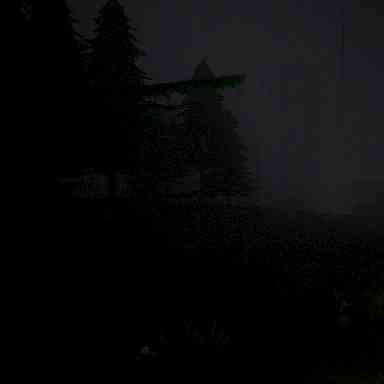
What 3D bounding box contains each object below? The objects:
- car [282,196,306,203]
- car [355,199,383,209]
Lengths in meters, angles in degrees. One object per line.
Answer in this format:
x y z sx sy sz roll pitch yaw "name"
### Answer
14.632 1.425 47.909 3.988 1.617 1.851 0 0 -35 "car"
18.385 1.407 32.132 1.882 1.535 5.008 0 0 -35 "car"
